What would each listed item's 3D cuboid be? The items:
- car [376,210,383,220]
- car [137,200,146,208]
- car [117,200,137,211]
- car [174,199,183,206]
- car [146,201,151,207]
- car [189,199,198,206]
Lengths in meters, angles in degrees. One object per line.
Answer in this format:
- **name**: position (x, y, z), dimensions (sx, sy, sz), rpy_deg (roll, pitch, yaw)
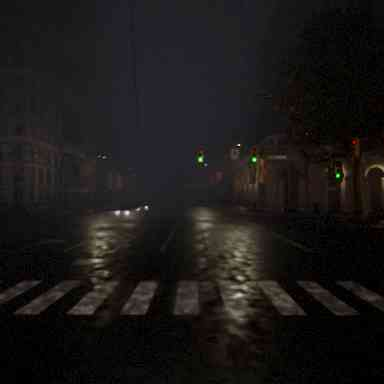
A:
- **car**: position (19.549, 1.950, 30.962), dimensions (4.181, 1.385, 1.994), rpy_deg (0, -1, 0)
- **car**: position (-10.382, 2.243, 61.948), dimensions (1.882, 1.535, 5.008), rpy_deg (0, -1, 1)
- **car**: position (-10.467, 2.254, 52.863), dimensions (1.895, 1.301, 4.718), rpy_deg (0, -1, 0)
- **car**: position (-3.141, 2.399, 76.835), dimensions (2.128, 1.511, 4.902), rpy_deg (0, -1, 1)
- **car**: position (-10.200, 2.487, 72.227), dimensions (1.895, 1.301, 4.718), rpy_deg (0, -1, 1)
- **car**: position (0.359, 2.399, 76.791), dimensions (2.128, 1.511, 4.902), rpy_deg (0, -1, 1)
